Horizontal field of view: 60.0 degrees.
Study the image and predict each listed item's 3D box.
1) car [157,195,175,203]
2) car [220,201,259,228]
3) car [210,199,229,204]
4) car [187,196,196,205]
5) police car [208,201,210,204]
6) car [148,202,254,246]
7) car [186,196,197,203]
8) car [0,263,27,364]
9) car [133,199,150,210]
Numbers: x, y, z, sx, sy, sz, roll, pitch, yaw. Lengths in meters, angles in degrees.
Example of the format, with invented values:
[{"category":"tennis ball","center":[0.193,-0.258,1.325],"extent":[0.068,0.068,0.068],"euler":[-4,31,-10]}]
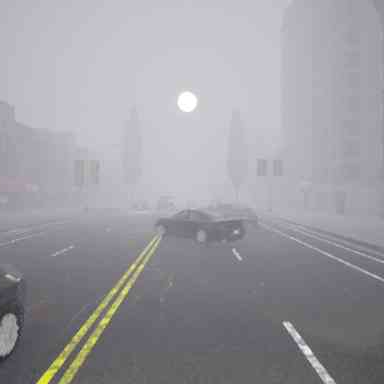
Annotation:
[{"category":"car","center":[-3.410,1.408,44.813],"extent":[2.150,2.045,5.566],"euler":[0,-1,0]},{"category":"car","center":[3.217,1.569,22.524],"extent":[1.994,1.385,4.181],"euler":[0,0,0]},{"category":"car","center":[3.200,1.546,33.528],"extent":[1.882,1.535,5.008],"euler":[0,0,0]},{"category":"car","center":[-0.114,1.971,77.703],"extent":[2.150,2.045,5.566],"euler":[0,-1,0]},{"category":"police car","center":[3.184,1.687,44.532],"extent":[2.038,1.542,4.974],"euler":[0,-1,0]},{"category":"car","center":[0.215,1.471,15.395],"extent":[1.882,1.535,5.008],"euler":[0,0,-40]},{"category":"car","center":[-0.059,1.931,57.755],"extent":[2.033,1.411,5.357],"euler":[0,-1,0]},{"category":"car","center":[-3.353,1.503,3.030],"extent":[1.837,1.490,4.892],"euler":[0,0,0]},{"category":"car","center":[-6.662,1.676,44.757],"extent":[2.128,1.511,4.902],"euler":[0,-1,0]}]
